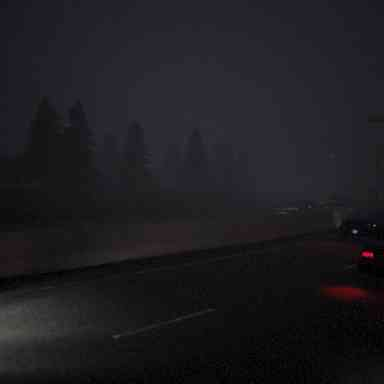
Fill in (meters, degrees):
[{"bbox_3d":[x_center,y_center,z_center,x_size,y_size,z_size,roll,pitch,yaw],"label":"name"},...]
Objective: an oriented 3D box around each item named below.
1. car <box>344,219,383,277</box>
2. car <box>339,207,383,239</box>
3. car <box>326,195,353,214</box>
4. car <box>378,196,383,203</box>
[{"bbox_3d":[6.521,1.581,9.313,5.357,1.411,2.033,0,0,-42],"label":"car"},{"bbox_3d":[8.928,1.583,16.526,1.812,1.442,4.674,0,0,45],"label":"car"},{"bbox_3d":[17.134,1.354,38.544,2.150,2.045,5.566,0,0,32],"label":"car"},{"bbox_3d":[46.207,1.733,80.395,1.801,1.575,5.366,0,0,4],"label":"car"}]
